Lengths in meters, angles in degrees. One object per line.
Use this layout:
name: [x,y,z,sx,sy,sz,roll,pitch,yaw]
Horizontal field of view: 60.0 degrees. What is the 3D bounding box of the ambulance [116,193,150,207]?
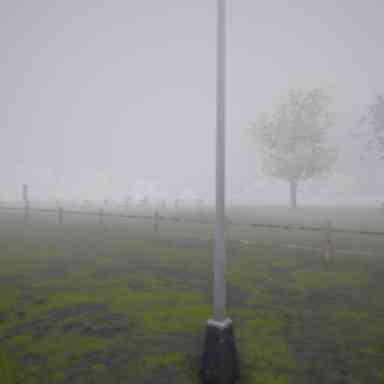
ambulance: [-10.503,1.453,59.167,2.351,2.431,6.366,-1,-1,36]
